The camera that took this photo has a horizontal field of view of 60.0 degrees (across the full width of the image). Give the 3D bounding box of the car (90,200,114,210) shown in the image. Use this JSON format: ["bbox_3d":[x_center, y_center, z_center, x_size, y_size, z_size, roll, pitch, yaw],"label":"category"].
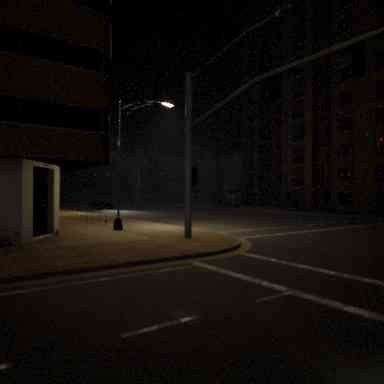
[{"bbox_3d":[-12.559,1.744,46.236,1.895,1.301,4.718,1,0,-36],"label":"car"}]
